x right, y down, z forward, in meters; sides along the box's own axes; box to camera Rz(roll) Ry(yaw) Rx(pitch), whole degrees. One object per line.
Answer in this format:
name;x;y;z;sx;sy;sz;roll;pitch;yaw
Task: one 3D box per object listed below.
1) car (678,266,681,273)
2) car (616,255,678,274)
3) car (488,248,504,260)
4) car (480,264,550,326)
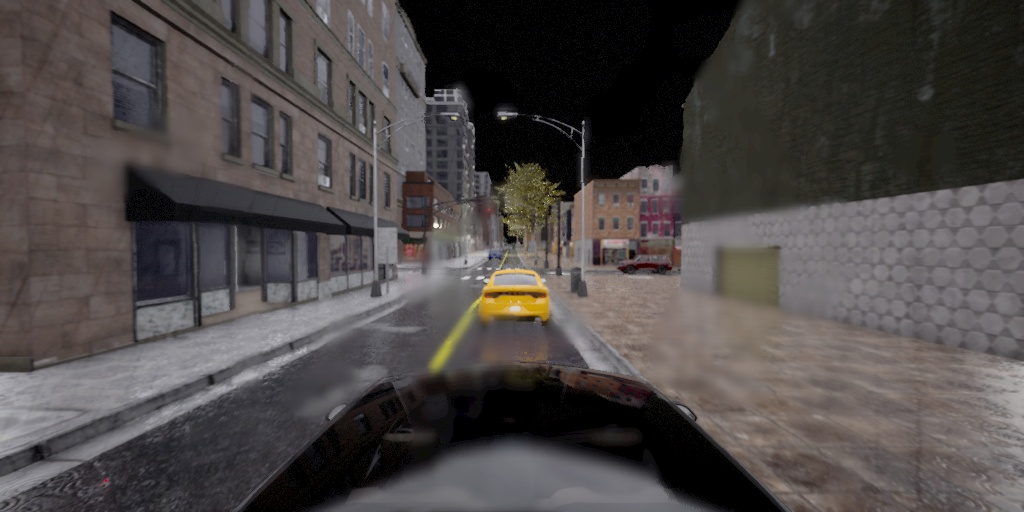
car;18.102;1.119;34.504;4.207;1.307;1.802;0;0;0
car;12.699;0.775;34.494;5.009;1.841;2.192;0;0;0
car;-2.803;-0.355;60.314;2.150;2.045;5.566;0;2;1
car;0.095;1.153;11.429;1.882;1.535;5.008;0;0;0
